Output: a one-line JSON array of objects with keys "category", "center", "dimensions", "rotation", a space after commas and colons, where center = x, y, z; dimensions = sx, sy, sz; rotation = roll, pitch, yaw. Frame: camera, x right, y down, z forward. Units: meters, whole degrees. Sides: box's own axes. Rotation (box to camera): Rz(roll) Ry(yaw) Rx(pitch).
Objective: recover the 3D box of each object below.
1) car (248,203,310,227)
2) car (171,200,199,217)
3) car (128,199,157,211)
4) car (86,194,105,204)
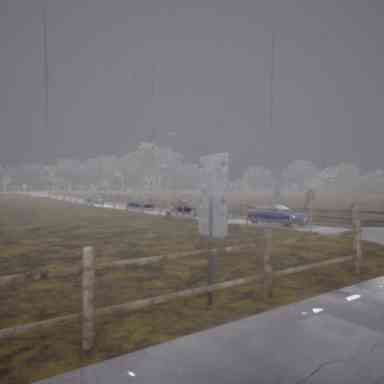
[{"category": "car", "center": [5.787, 1.526, 22.763], "dimensions": [1.812, 1.442, 4.674], "rotation": [1, -1, -34]}, {"category": "car", "center": [-0.070, 1.487, 30.980], "dimensions": [2.128, 1.511, 4.902], "rotation": [1, -1, -35]}, {"category": "car", "center": [-6.006, 1.506, 39.256], "dimensions": [1.895, 1.301, 4.718], "rotation": [1, 0, -36]}, {"category": "car", "center": [-15.169, 1.095, 52.195], "dimensions": [2.128, 1.511, 4.902], "rotation": [1, 1, -36]}]
